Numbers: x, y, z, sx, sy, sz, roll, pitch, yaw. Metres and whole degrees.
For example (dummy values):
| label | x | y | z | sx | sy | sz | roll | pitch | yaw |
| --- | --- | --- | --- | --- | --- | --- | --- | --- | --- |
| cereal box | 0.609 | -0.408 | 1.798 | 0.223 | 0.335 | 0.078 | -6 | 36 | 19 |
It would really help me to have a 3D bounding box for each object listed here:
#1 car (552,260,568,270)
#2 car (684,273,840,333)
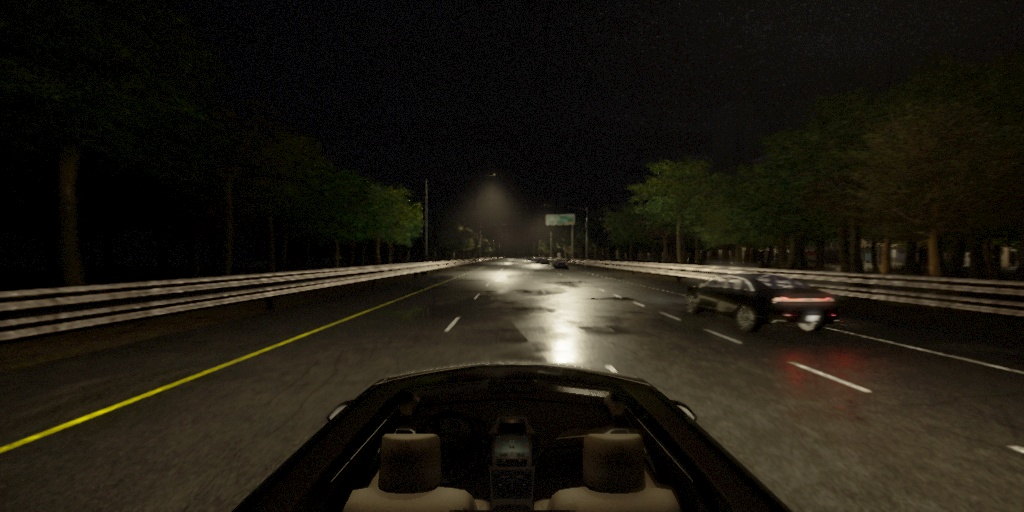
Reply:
| label | x | y | z | sx | sy | sz | roll | pitch | yaw |
| --- | --- | --- | --- | --- | --- | --- | --- | --- | --- |
| car | 7.159 | 1.322 | 53.788 | 1.994 | 1.385 | 4.181 | 0 | 0 | 0 |
| car | 7.006 | 1.246 | 10.774 | 2.128 | 1.511 | 4.902 | 0 | 0 | 0 |
